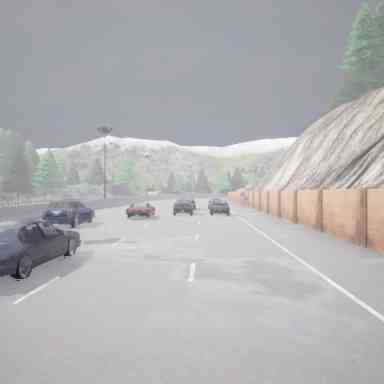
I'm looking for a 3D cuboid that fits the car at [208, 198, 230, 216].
[{"bbox_3d":[2.670,1.490,32.758,2.128,1.511,4.902,0,0,2],"label":"car"}]

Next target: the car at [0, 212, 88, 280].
[{"bbox_3d":[-5.121,1.547,9.914,2.033,1.411,5.357,0,0,2],"label":"car"}]

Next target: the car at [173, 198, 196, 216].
[{"bbox_3d":[-0.823,1.503,33.027,1.837,1.490,4.892,0,0,2],"label":"car"}]

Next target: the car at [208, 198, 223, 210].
[{"bbox_3d":[3.030,1.524,43.202,1.812,1.442,4.674,0,0,2],"label":"car"}]

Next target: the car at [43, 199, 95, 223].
[{"bbox_3d":[-8.195,1.351,22.426,2.097,1.767,4.553,0,0,2],"label":"car"}]

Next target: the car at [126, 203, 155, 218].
[{"bbox_3d":[-4.444,1.600,29.591,1.895,1.301,4.718,0,0,2],"label":"car"}]
